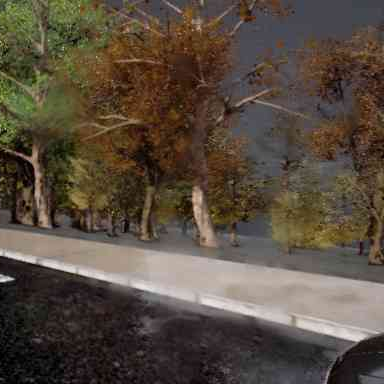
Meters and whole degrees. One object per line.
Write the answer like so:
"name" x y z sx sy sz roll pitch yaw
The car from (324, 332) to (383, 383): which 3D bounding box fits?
"car" 3.142 1.504 1.446 4.902 1.511 2.128 1 0 35
